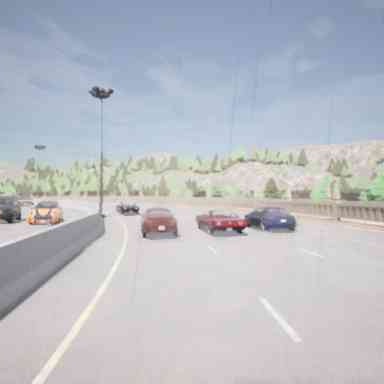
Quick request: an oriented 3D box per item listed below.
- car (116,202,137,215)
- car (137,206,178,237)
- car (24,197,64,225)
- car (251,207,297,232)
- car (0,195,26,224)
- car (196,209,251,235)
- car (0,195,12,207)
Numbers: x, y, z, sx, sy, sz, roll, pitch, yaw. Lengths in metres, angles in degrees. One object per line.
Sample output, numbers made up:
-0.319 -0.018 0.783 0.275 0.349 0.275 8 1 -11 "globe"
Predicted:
-7.124 1.736 36.338 1.895 1.301 4.718 0 0 -21 "car"
-1.894 1.587 18.381 1.812 1.442 4.674 0 0 -11 "car"
-10.954 1.474 25.200 2.097 1.767 4.553 0 0 -17 "car"
4.746 1.600 20.668 1.994 1.385 4.181 0 0 -11 "car"
-14.729 1.365 25.805 2.150 2.045 5.566 0 -1 -18 "car"
1.506 1.649 19.304 1.895 1.301 4.718 0 0 -11 "car"
-34.734 1.556 60.705 2.150 2.045 5.566 0 0 -41 "car"
